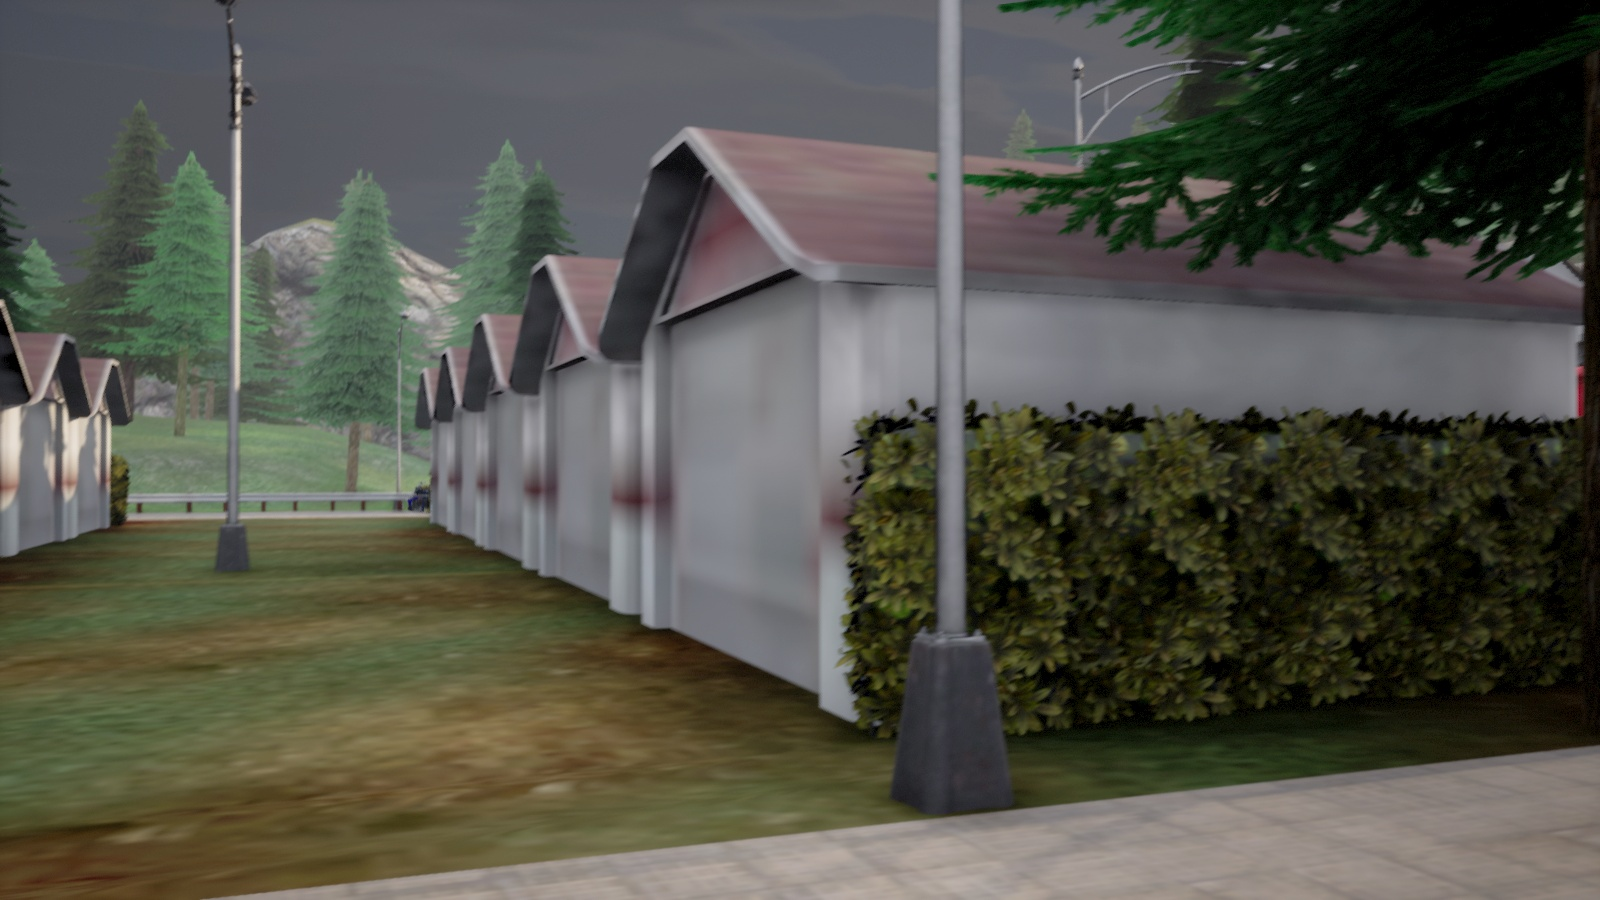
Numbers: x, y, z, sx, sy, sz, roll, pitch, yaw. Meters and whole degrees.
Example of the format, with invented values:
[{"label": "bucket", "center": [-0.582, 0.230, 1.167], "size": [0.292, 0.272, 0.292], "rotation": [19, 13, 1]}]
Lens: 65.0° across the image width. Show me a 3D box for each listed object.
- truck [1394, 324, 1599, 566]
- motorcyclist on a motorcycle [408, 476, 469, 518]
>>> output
[{"label": "truck", "center": [12.904, -0.098, 18.163], "size": [2.891, 3.462, 7.936], "rotation": [-1, -1, -21]}, {"label": "motorcyclist on a motorcycle", "center": [-14.051, 1.816, 48.796], "size": [2.191, 1.530, 0.866], "rotation": [-1, -1, -20]}]
